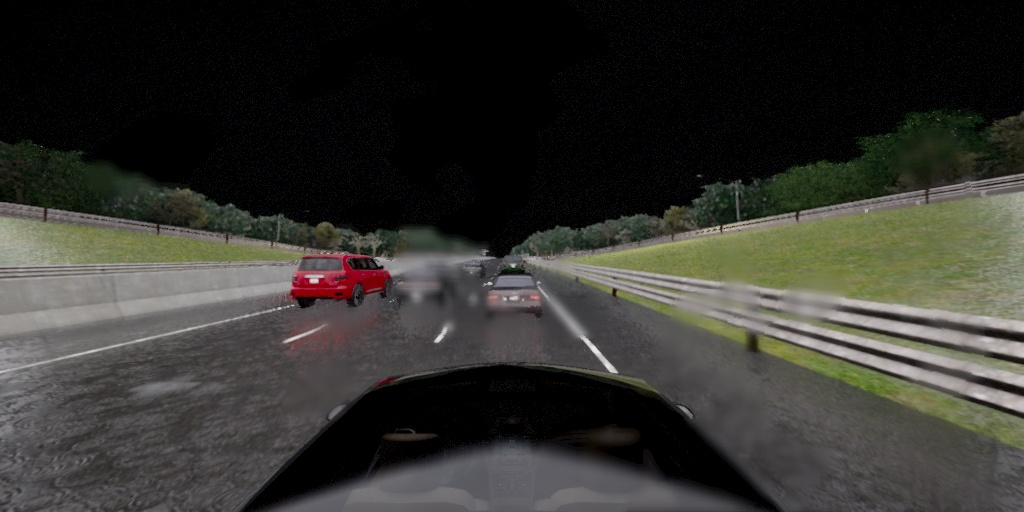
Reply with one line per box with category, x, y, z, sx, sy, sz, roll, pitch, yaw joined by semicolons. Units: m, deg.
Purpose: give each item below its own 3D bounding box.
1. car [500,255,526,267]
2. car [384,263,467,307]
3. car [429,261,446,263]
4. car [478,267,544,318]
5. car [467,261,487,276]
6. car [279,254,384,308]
car;0.089;0.952;33.035;2.150;2.045;5.566;0;0;0
car;-3.398;1.224;15.227;2.128;1.511;4.902;0;0;0
car;-6.916;1.221;33.461;2.128;1.511;4.902;0;0;0
car;0.107;1.282;12.852;2.033;1.411;5.357;0;0;0
car;-3.416;1.222;33.451;2.128;1.511;4.902;0;0;0
car;-6.897;0.953;15.182;2.150;2.045;5.566;0;0;0
